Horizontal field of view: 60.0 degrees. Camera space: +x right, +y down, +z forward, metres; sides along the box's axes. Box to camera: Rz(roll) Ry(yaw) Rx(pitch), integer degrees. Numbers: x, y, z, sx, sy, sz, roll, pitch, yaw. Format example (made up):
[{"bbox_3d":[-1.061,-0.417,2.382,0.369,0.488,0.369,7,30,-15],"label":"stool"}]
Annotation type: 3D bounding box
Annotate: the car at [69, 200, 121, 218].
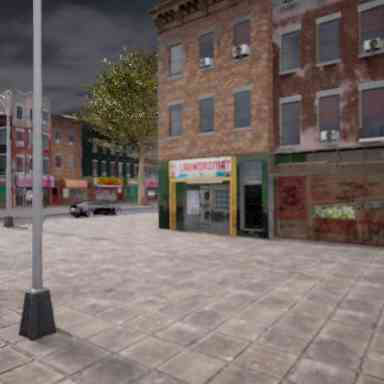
[{"bbox_3d":[-7.532,1.287,26.100,1.947,1.339,4.313,0,1,35],"label":"car"}]
